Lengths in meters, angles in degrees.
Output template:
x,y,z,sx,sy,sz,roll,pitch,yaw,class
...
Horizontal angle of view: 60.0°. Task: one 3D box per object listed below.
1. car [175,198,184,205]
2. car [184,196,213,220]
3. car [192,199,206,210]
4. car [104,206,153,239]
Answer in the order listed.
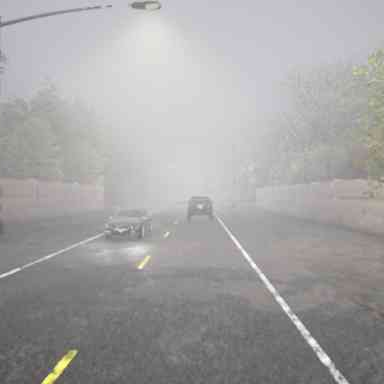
x,y,z,sx,sy,sz,roll,pitch,yaw,class
-2.139,1.774,63.595,2.033,1.411,5.357,0,0,1,car
0.727,1.355,29.647,2.150,2.045,5.566,0,0,1,car
1.038,1.766,47.887,1.994,1.385,4.181,0,0,2,car
-3.240,1.566,17.792,1.837,1.490,4.892,0,0,1,car
